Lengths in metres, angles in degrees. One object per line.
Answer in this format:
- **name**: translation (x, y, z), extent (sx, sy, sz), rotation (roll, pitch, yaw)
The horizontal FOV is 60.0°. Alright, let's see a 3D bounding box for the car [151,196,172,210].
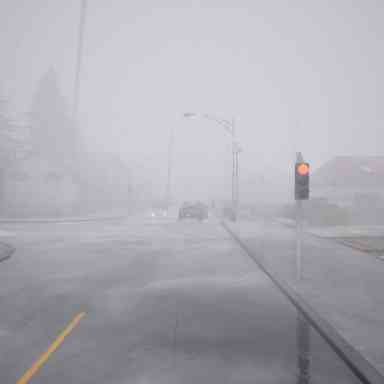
- **car**: translation (-3.971, 1.505, 42.263), extent (1.837, 1.490, 4.892), rotation (0, 0, 0)

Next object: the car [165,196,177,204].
- **car**: translation (-3.869, 1.477, 62.378), extent (1.882, 1.535, 5.008), rotation (0, 0, 1)

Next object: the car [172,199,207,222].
- **car**: translation (0.109, 1.491, 26.450), extent (2.128, 1.511, 4.902), rotation (0, 0, 8)

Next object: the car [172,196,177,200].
- **car**: translation (-3.934, 1.352, 52.306), extent (2.097, 1.767, 4.553), rotation (0, 0, 0)
